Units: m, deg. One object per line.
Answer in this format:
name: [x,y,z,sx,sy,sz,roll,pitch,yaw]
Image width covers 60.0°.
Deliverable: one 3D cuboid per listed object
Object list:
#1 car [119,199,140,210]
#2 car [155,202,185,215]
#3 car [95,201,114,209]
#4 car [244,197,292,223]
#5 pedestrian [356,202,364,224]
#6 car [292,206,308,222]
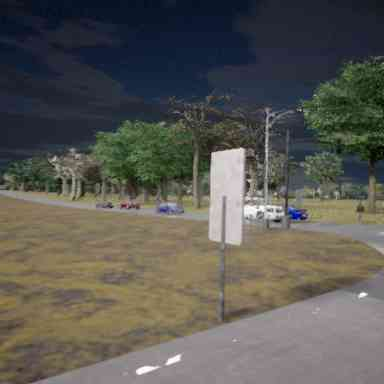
car: [-10.607,2.049,56.407,2.097,1.767,4.553,3,-2,-35]
car: [-2.629,1.943,38.983,1.812,1.442,4.674,3,-2,-36]
car: [-14.744,2.147,56.132,1.994,1.385,4.181,3,-2,-35]
car: [5.213,1.482,27.965,2.150,2.045,5.566,3,-2,-36]
pedestrian: [14.286,1.746,28.318,0.375,1.860,0.375,2,-1,-35]
car: [8.115,1.880,30.275,1.882,1.535,5.008,3,-2,-35]
